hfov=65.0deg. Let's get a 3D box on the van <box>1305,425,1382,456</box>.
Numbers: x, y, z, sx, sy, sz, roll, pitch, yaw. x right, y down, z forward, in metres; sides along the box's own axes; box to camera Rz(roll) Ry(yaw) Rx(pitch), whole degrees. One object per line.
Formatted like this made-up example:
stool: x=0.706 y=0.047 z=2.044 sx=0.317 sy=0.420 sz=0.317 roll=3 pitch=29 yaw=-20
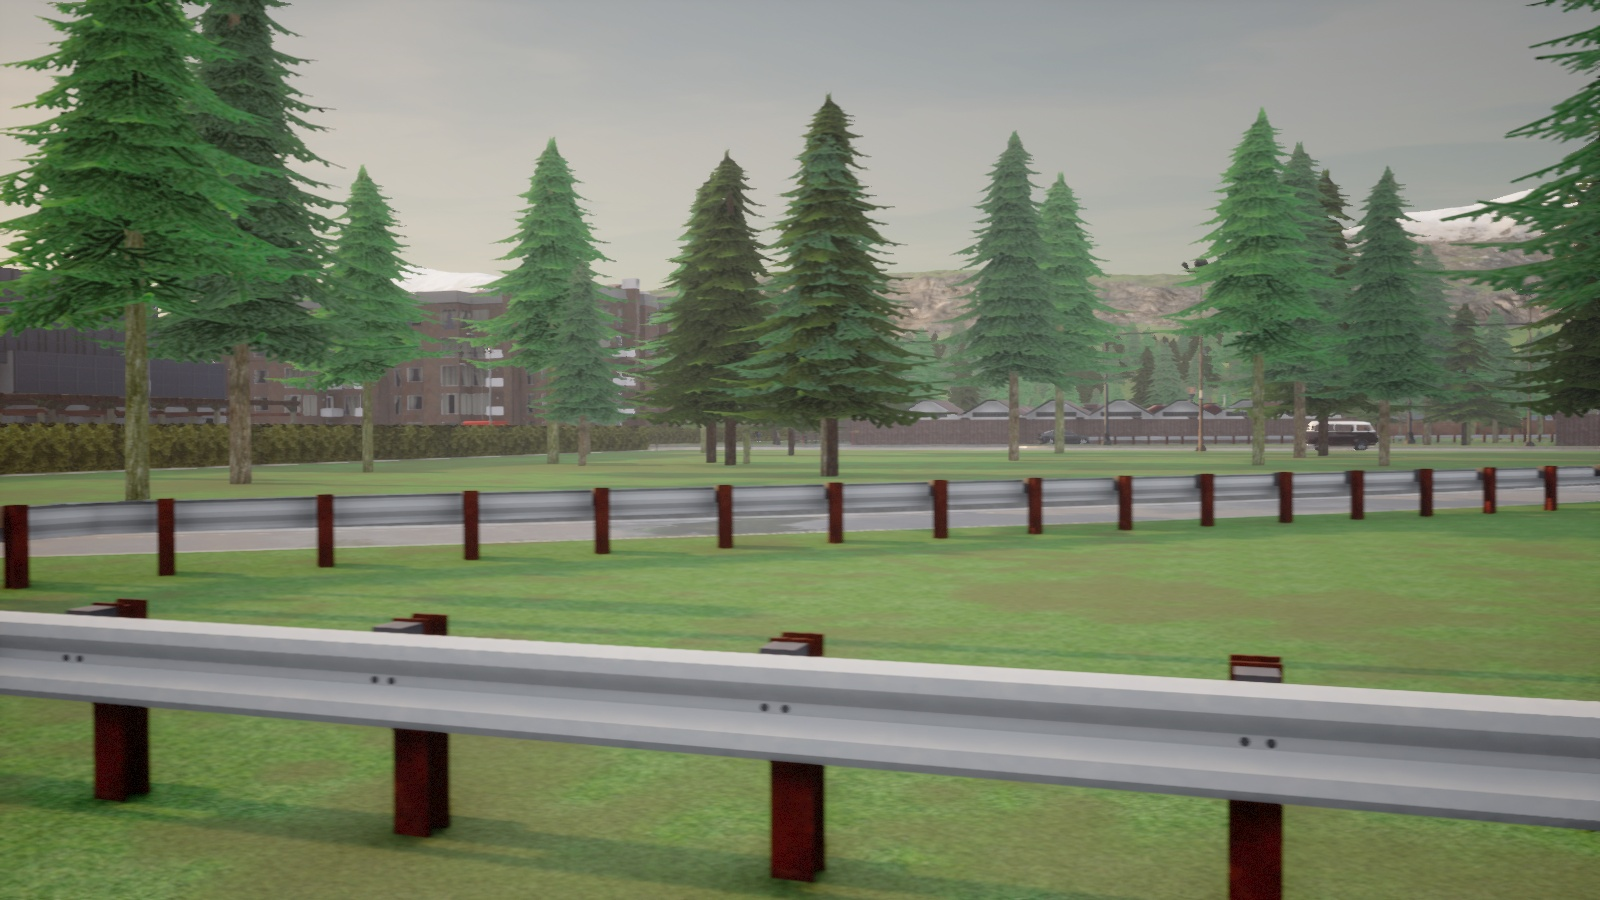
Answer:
van: x=35.863 y=-0.644 z=82.959 sx=4.480 sy=2.038 sz=2.069 roll=1 pitch=1 yaw=19
